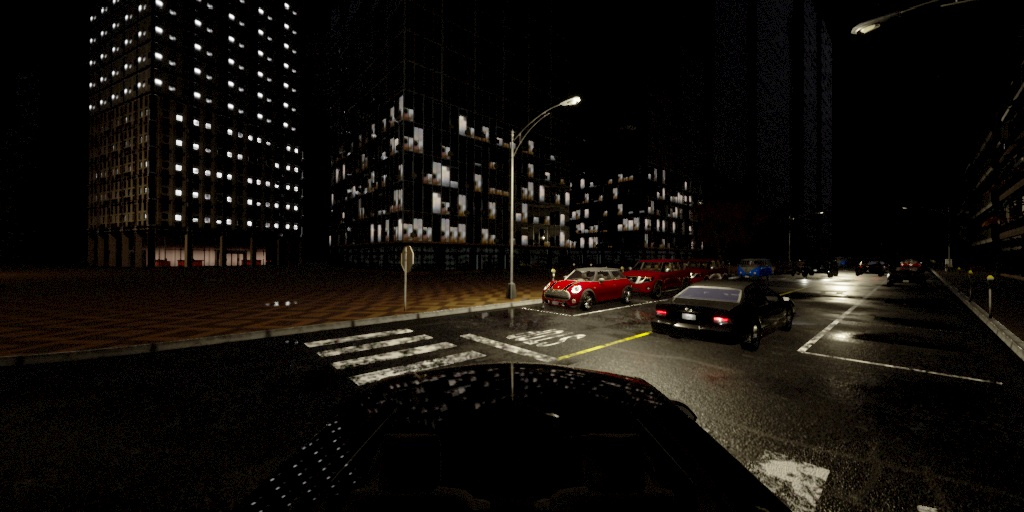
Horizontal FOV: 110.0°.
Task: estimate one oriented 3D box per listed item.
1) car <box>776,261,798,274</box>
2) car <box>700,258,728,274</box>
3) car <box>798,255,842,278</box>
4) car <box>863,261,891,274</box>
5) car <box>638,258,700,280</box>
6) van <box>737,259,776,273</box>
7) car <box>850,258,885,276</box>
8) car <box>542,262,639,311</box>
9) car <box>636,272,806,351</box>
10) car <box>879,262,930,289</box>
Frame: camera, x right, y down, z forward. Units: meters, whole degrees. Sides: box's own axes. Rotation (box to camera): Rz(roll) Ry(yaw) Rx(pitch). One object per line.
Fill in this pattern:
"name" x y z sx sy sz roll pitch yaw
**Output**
"car" 28.407 1.328 36.978 4.207 1.307 1.802 0 0 -42
"car" 11.517 1.070 21.982 5.009 1.841 2.192 0 0 -42
"car" 29.825 0.966 34.642 5.566 2.045 2.150 0 0 -42
"car" 43.208 1.275 42.410 5.357 1.411 2.033 0 0 -41
"car" 7.294 1.070 18.233 5.009 1.841 2.192 0 0 -42
"van" 19.962 1.094 29.480 3.998 1.789 1.690 0 0 -42
"car" 35.547 1.230 35.589 4.902 1.511 2.128 0 0 -42
"car" 3.072 1.195 14.484 4.097 1.591 1.967 0 0 -42
"car" 5.517 1.299 9.047 5.357 1.411 2.033 0 0 -42
"car" 25.540 1.298 23.226 4.403 1.370 2.007 0 0 -42
